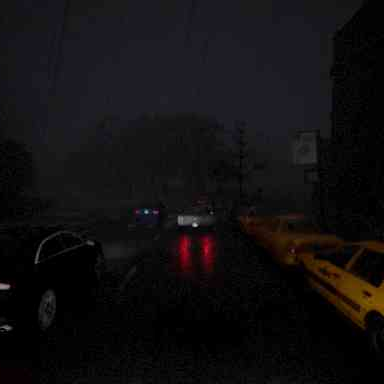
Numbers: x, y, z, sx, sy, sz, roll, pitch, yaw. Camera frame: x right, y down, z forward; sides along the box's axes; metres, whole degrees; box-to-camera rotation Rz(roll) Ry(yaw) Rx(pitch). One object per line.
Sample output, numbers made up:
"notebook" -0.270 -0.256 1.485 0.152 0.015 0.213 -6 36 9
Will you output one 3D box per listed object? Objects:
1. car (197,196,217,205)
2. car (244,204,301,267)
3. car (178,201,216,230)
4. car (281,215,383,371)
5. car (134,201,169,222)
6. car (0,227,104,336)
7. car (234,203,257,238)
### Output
"car" 1.529 1.129 35.135 2.128 1.511 4.902 1 2 7
"car" 3.222 1.388 11.008 1.946 1.575 5.366 0 0 0
"car" 0.237 1.445 19.742 1.895 1.301 4.718 0 0 2
"car" 3.224 1.432 5.484 1.946 1.575 5.366 0 0 0
"car" -2.833 1.348 24.233 2.033 1.411 5.357 0 0 3
"car" -3.152 1.437 6.573 2.128 1.511 4.902 0 0 0
"car" 3.230 1.347 16.531 1.946 1.575 5.366 0 0 0
